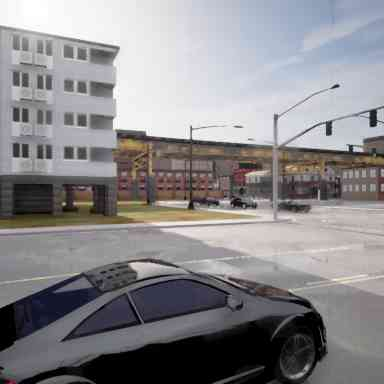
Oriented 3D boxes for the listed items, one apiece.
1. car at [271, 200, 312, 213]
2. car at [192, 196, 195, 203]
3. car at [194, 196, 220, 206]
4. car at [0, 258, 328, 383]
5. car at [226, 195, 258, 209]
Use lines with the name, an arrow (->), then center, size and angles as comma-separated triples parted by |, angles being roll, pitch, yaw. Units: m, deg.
car -> 11.095, 1.601, 37.298 | 1.895, 1.301, 4.718 | 0, 0, -26
car -> 0.775, 1.547, 65.799 | 2.033, 1.411, 5.357 | 0, 0, 3
car -> 2.735, 1.547, 55.310 | 2.033, 1.411, 5.357 | 0, 0, -21
car -> -0.331, 1.564, 4.088 | 4.181, 1.385, 1.994 | 0, 0, -30
car -> 7.079, 1.505, 45.771 | 1.837, 1.490, 4.892 | 0, 0, -25
